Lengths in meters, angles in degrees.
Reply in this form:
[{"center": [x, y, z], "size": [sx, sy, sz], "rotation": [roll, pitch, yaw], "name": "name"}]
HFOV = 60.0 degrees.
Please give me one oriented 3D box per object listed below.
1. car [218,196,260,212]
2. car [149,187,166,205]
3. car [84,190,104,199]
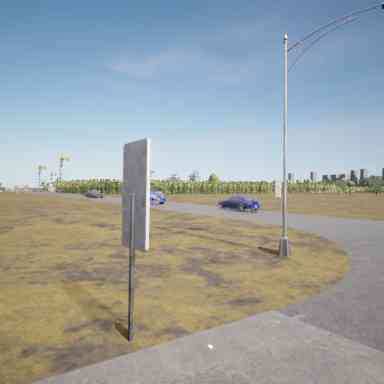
[{"center": [4.418, 1.071, 31.511], "size": [1.812, 1.442, 4.674], "rotation": [1, 0, -34], "name": "car"}, {"center": [-5.193, 0.418, 39.078], "size": [2.150, 2.045, 5.566], "rotation": [1, 1, -35], "name": "car"}, {"center": [-16.344, 0.371, 55.187], "size": [2.033, 1.411, 5.357], "rotation": [1, 0, -35], "name": "car"}]
